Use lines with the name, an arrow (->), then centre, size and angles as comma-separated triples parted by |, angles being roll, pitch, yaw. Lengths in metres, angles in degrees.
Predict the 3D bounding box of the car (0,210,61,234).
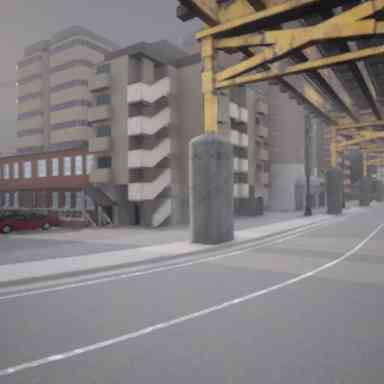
car -> -12.450, 2.236, 24.616 | 2.033, 1.415, 5.357 | -1, -1, 34

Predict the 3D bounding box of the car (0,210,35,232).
car -> -14.879, 2.281, 26.380 | 1.851, 1.617, 3.988 | -1, -1, 34
